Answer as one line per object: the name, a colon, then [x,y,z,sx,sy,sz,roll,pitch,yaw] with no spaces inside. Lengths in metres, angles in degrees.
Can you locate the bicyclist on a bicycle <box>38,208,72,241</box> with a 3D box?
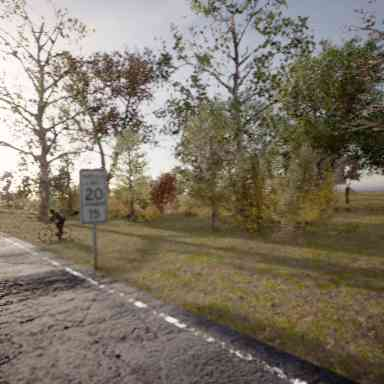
bicyclist on a bicycle: [-6.862,1.636,16.704,1.656,1.620,0.582,-1,0,-39]
